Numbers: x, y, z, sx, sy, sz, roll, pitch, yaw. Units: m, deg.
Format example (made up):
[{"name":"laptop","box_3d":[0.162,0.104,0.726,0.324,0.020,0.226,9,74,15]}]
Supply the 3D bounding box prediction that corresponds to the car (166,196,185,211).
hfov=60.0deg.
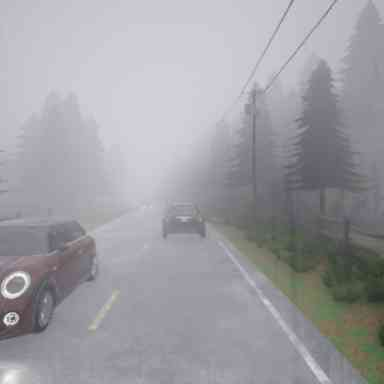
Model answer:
[{"name":"car","box_3d":[-2.143,1.362,41.644,2.097,1.767,4.553,0,0,-6]}]

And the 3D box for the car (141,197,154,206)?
[{"name":"car","box_3d":[-7.495,1.571,55.011,2.033,1.411,5.357,0,0,-13]}]

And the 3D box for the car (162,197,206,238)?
[{"name":"car","box_3d":[-0.485,1.355,17.909,2.097,1.767,4.553,0,0,-3]}]

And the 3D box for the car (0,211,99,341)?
[{"name":"car","box_3d":[-3.427,1.361,6.743,2.097,1.767,4.553,0,0,-2]}]
